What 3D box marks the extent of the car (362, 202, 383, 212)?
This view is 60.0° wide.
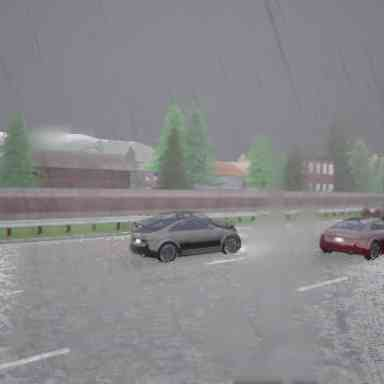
[{"bbox_3d":[16.465,1.603,28.391,4.553,1.767,2.097,1,0,-36],"label":"car"}]

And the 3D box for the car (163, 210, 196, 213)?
[{"bbox_3d":[-0.311,1.624,16.423,5.357,1.411,2.033,1,0,-36],"label":"car"}]

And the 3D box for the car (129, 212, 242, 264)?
[{"bbox_3d":[-0.167,1.621,12.226,4.181,1.385,1.994,1,0,-35],"label":"car"}]

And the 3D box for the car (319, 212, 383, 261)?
[{"bbox_3d":[6.840,1.674,12.926,4.181,1.385,1.994,1,0,-35],"label":"car"}]
